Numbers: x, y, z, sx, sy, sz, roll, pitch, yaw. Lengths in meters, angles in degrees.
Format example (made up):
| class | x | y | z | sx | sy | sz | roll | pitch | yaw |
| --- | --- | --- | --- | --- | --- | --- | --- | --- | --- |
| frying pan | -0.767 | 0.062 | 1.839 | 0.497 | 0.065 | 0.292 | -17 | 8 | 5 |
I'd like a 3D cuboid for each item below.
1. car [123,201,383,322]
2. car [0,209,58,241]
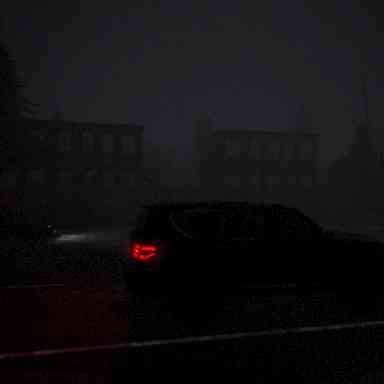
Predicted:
| class | x | y | z | sx | sy | sz | roll | pitch | yaw |
| --- | --- | --- | --- | --- | --- | --- | --- | --- | --- |
| car | 1.385 | 1.233 | 7.064 | 5.566 | 2.045 | 2.150 | 1 | 0 | -12 |
| car | -9.217 | 1.491 | 15.540 | 5.357 | 1.411 | 2.033 | 0 | 0 | -12 |
